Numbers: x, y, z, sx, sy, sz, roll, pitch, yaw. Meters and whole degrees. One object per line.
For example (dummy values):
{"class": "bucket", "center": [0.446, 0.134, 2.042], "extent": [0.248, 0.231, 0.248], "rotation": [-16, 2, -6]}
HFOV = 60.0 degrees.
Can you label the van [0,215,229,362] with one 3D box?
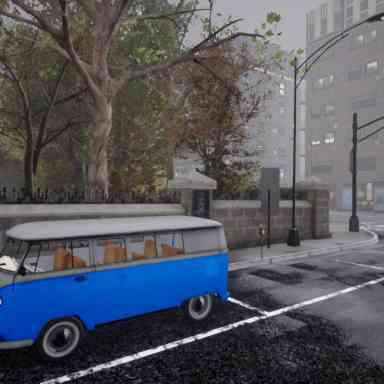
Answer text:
{"class": "van", "center": [-1.219, 1.342, 5.621], "extent": [3.998, 1.788, 1.690], "rotation": [0, 1, -35]}
